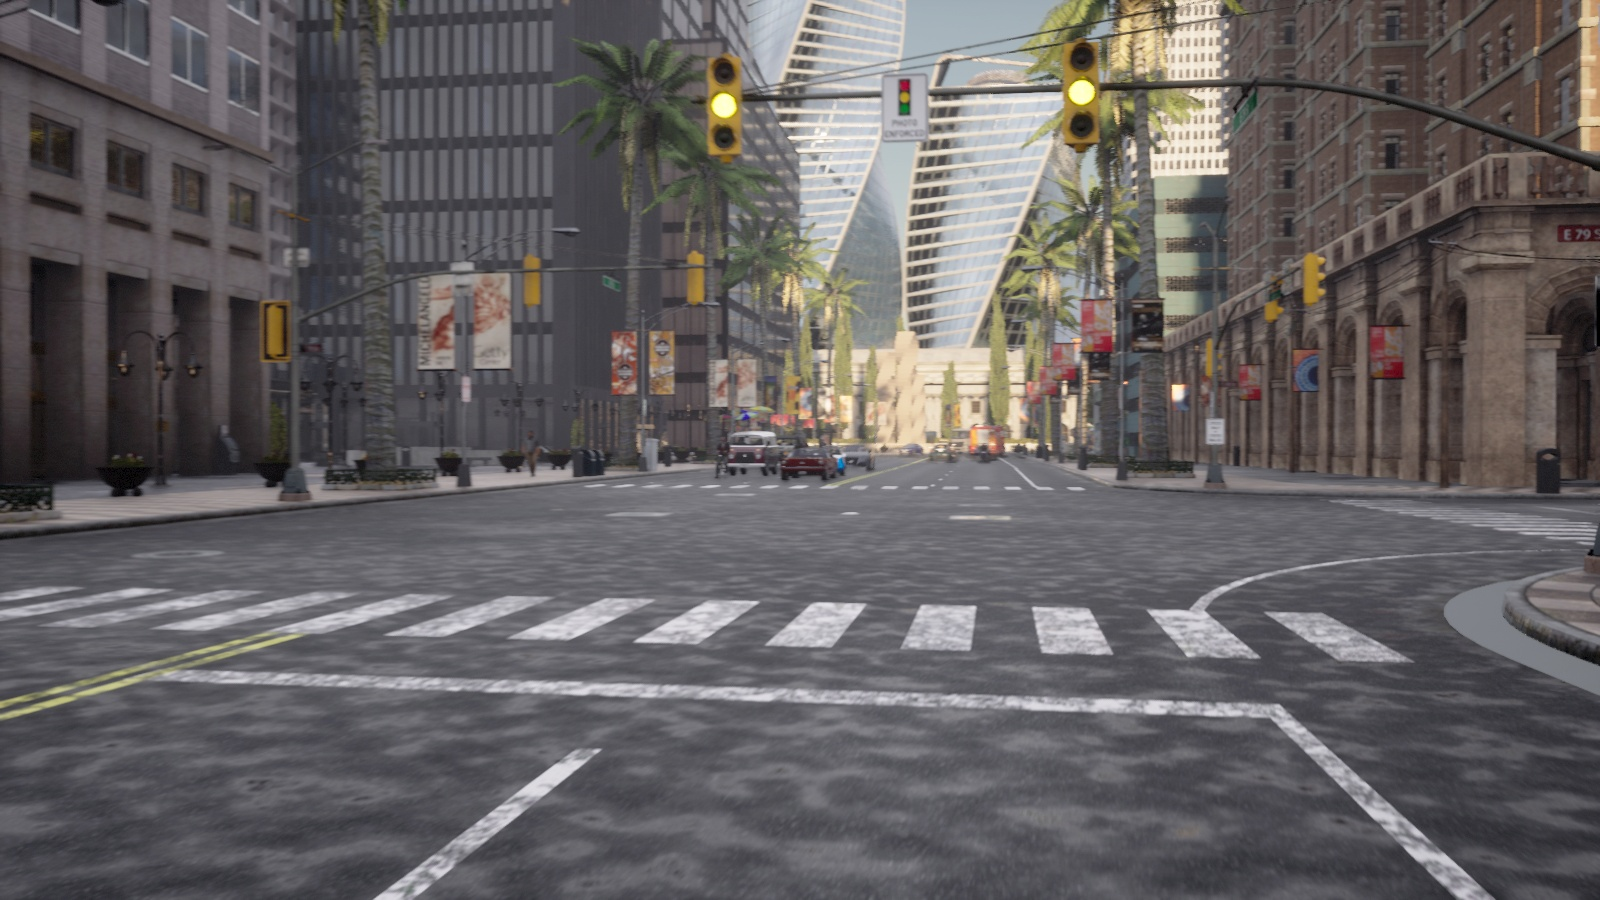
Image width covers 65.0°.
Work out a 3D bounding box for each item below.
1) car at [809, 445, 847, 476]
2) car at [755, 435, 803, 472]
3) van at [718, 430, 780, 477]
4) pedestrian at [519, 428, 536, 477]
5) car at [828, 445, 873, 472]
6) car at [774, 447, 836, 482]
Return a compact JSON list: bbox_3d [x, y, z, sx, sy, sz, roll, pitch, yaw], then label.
[{"bbox_3d":[1.292,0.475,58.013,1.481,1.376,2.207,0,0,8],"label":"car"},{"bbox_3d":[-1.067,0.165,66.015,1.905,1.878,3.866,0,0,9],"label":"car"},{"bbox_3d":[-2.290,0.137,57.705,2.069,2.038,4.480,0,0,8],"label":"van"},{"bbox_3d":[-10.383,0.106,47.839,0.540,1.848,0.694,0,0,-5],"label":"pedestrian"},{"bbox_3d":[2.781,0.430,68.116,1.994,1.385,4.181,0,0,8],"label":"car"},{"bbox_3d":[0.259,0.558,51.042,1.895,1.301,4.718,0,0,8],"label":"car"}]
